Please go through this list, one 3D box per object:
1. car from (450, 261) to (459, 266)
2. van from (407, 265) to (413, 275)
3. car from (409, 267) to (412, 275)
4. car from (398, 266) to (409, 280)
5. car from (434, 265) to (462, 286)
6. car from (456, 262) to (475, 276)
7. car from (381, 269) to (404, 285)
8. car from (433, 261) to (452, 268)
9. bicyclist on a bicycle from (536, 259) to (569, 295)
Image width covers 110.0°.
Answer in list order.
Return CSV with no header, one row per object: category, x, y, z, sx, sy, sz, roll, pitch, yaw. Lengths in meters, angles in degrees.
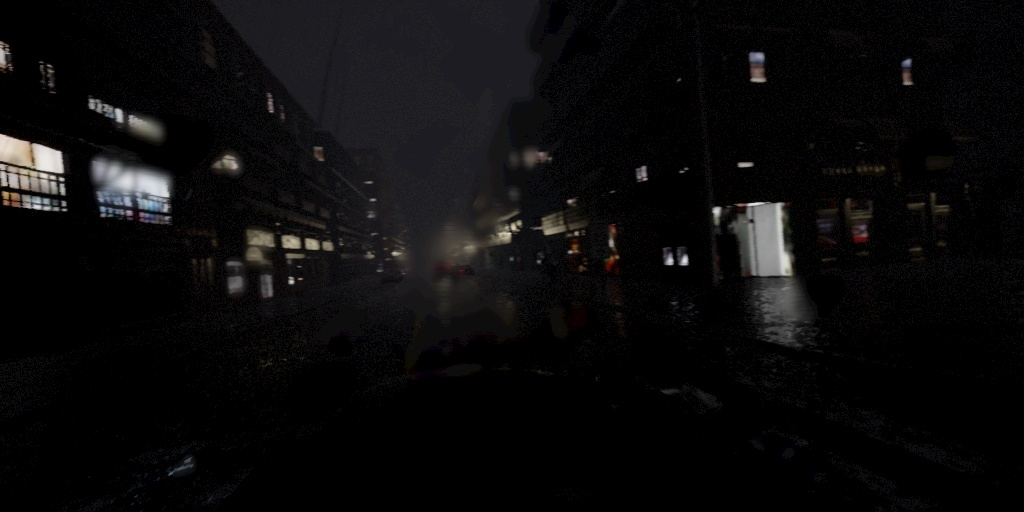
car,-7.717,1.865,52.848,1.751,1.417,4.829,0,0,-12
van,-17.002,2.504,56.399,1.690,1.789,3.998,0,0,-12
car,-15.809,2.617,50.927,2.007,1.370,4.403,0,0,-12
car,-14.616,2.410,45.454,1.967,1.591,4.097,0,0,-12
car,-5.782,1.808,31.637,1.895,1.301,4.718,-5,0,-12
car,-5.295,1.729,41.737,1.802,1.307,4.207,0,0,-12
car,-13.423,2.456,39.982,1.802,1.307,4.207,0,0,-12
car,-10.849,1.836,54.688,2.150,2.045,5.566,-5,0,-12
bicyclist on a bicycle,1.781,0.915,16.791,1.656,1.620,0.582,-15,2,-12
